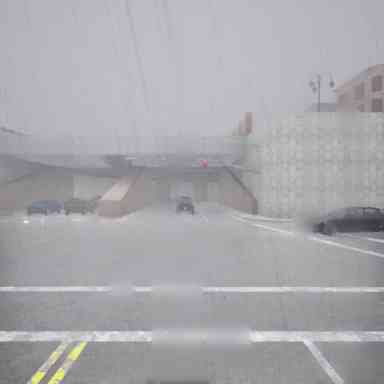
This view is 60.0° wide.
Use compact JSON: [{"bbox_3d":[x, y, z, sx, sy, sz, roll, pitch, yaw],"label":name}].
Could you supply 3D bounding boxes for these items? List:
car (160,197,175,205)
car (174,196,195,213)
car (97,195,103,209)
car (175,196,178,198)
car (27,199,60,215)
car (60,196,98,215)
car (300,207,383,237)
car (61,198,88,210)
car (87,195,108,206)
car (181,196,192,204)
[{"bbox_3d":[-4.750,1.547,60.661,2.033,1.411,5.357,0,0,2],"label":"car"},{"bbox_3d":[-0.765,1.525,37.283,1.812,1.442,4.674,0,0,-1],"label":"car"},{"bbox_3d":[-11.560,1.352,42.876,2.097,1.767,4.553,0,0,-1],"label":"car"},{"bbox_3d":[-2.353,1.524,74.694,1.812,1.442,4.674,0,0,24],"label":"car"},{"bbox_3d":[-14.825,1.477,33.630,1.882,1.535,5.008,0,0,-1],"label":"car"},{"bbox_3d":[-11.327,1.504,33.746,1.837,1.490,4.892,0,0,-1],"label":"car"},{"bbox_3d":[8.604,1.504,17.523,5.357,1.411,2.033,-2,0,2],"label":"car"},{"bbox_3d":[-15.065,1.504,42.976,1.837,1.490,4.892,0,0,-1],"label":"car"},{"bbox_3d":[-15.301,1.351,54.126,2.097,1.767,4.553,0,0,-1],"label":"car"},{"bbox_3d":[-1.053,1.525,64.072,1.812,1.442,4.674,0,0,4],"label":"car"}]
